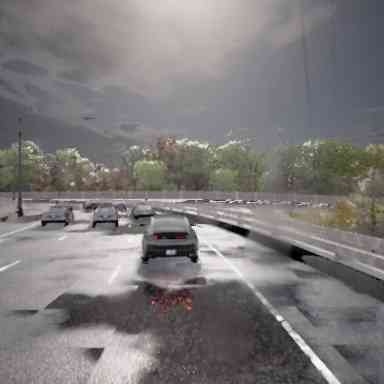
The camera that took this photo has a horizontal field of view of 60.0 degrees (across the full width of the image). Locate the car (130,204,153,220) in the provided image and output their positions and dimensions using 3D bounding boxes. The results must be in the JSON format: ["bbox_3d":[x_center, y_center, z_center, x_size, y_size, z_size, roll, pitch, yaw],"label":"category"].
[{"bbox_3d":[-4.644,1.800,31.268,1.994,1.385,4.181,0,0,-16],"label":"car"}]

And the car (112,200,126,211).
[{"bbox_3d":[-10.581,1.901,47.149,1.812,1.442,4.674,0,-1,-25],"label":"car"}]

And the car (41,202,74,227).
[{"bbox_3d":[-10.133,1.773,25.280,2.033,1.411,5.357,0,0,-14],"label":"car"}]

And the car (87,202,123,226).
[{"bbox_3d":[-6.489,1.752,25.110,2.033,1.411,5.357,0,0,-14],"label":"car"}]

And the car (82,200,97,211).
[{"bbox_3d":[-14.114,1.893,46.441,1.837,1.490,4.892,0,-1,-25],"label":"car"}]

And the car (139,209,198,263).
[{"bbox_3d":[-0.898,1.594,12.442,1.837,1.490,4.892,0,-1,-7],"label":"car"}]
